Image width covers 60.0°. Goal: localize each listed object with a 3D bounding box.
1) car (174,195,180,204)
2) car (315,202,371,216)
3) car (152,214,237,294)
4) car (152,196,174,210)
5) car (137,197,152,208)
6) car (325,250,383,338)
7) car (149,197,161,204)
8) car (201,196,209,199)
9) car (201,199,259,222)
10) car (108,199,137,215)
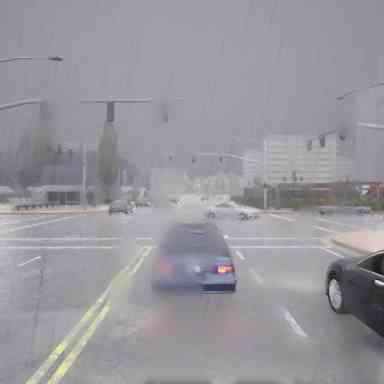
[{"bbox_3d":[-3.747,1.631,62.727,1.895,1.301,4.718,0,0,0],"label":"car"},{"bbox_3d":[14.352,1.616,31.860,4.718,1.301,1.895,0,0,1],"label":"car"},{"bbox_3d":[0.056,1.552,8.942,2.033,1.411,5.357,0,0,0],"label":"car"},{"bbox_3d":[-3.729,1.525,43.180,1.837,1.490,4.892,0,0,0],"label":"car"},{"bbox_3d":[-7.243,1.528,49.189,1.837,1.490,4.892,0,0,0],"label":"car"},{"bbox_3d":[3.548,1.507,4.696,1.837,1.490,4.892,0,0,0],"label":"car"},{"bbox_3d":[-7.223,1.632,65.163,1.895,1.301,4.718,0,0,0],"label":"car"},{"bbox_3d":[3.247,1.593,84.620,1.994,1.385,4.181,0,0,0],"label":"car"},{"bbox_3d":[3.038,1.538,26.537,4.674,1.442,1.812,0,1,34],"label":"car"},{"bbox_3d":[-7.202,1.523,33.832,1.837,1.490,4.892,0,-1,0],"label":"car"}]
